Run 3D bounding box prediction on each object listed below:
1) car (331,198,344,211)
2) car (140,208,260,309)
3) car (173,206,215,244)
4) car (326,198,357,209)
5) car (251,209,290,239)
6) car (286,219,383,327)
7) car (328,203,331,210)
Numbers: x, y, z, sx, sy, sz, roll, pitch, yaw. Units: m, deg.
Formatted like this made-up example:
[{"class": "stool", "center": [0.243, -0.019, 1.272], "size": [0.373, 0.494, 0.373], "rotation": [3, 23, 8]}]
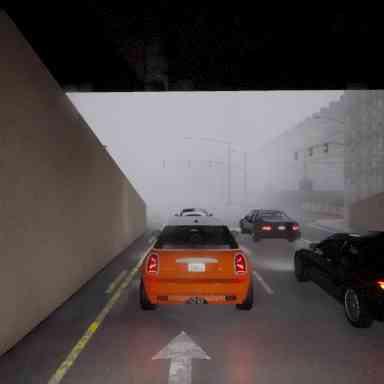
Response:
[{"class": "car", "center": [17.424, 1.453, 34.254], "size": [2.038, 1.542, 4.974], "rotation": [0, 0, -35]}, {"class": "car", "center": [0.087, 1.352, 8.013], "size": [2.097, 1.767, 4.553], "rotation": [0, 0, 0]}, {"class": "car", "center": [0.095, 1.526, 16.691], "size": [1.812, 1.442, 4.674], "rotation": [0, 0, 0]}, {"class": "car", "center": [17.563, 1.295, 38.898], "size": [1.853, 1.218, 4.536], "rotation": [0, 0, 45]}, {"class": "car", "center": [3.628, 1.547, 16.362], "size": [2.033, 1.411, 5.357], "rotation": [0, 0, -3]}, {"class": "car", "center": [3.585, 1.526, 6.870], "size": [1.812, 1.442, 4.674], "rotation": [0, 0, 0]}, {"class": "car", "center": [17.527, 1.453, 38.861], "size": [2.038, 1.542, 4.974], "rotation": [0, 0, 45]}]
